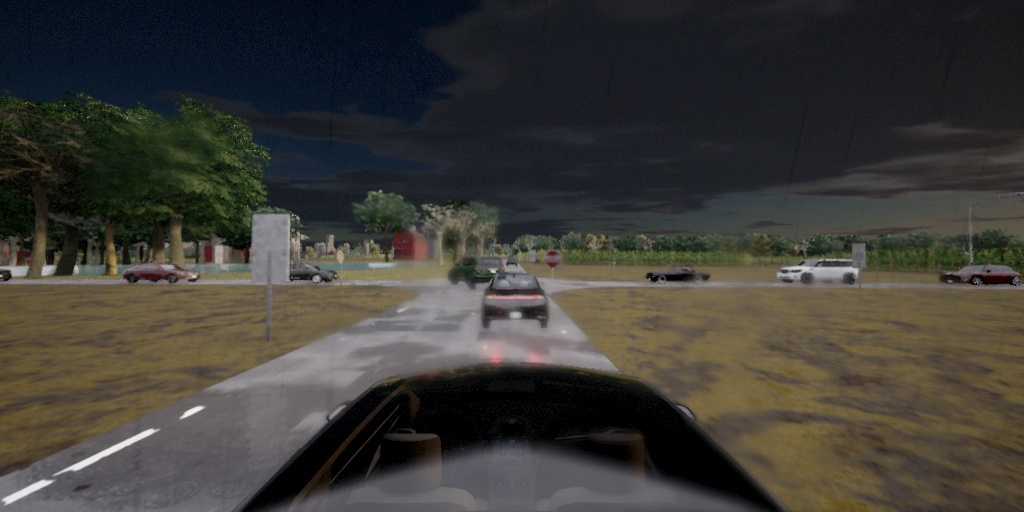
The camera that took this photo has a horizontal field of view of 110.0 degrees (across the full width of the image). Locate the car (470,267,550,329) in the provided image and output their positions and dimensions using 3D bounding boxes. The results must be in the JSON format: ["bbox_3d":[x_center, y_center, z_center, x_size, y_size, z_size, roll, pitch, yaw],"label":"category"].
[{"bbox_3d":[0.066,1.272,11.350,2.128,1.511,4.902,0,0,-1],"label":"car"}]

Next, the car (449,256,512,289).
[{"bbox_3d":[-2.411,1.014,23.894,2.150,2.045,5.566,0,0,-28],"label":"car"}]

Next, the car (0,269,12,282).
[{"bbox_3d":[-39.774,1.160,26.151,5.008,1.535,1.882,0,-1,0],"label":"car"}]

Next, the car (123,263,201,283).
[{"bbox_3d":[-25.492,1.225,26.134,4.674,1.442,1.812,0,-1,0],"label":"car"}]

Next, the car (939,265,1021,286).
[{"bbox_3d":[37.824,1.504,29.067,4.553,1.767,2.097,1,-1,1],"label":"car"}]

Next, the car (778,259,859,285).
[{"bbox_3d":[24.833,1.258,29.092,5.566,2.045,2.150,1,-1,0],"label":"car"}]

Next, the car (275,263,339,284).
[{"bbox_3d":[-15.279,1.239,26.191,4.892,1.490,1.837,0,-1,-2],"label":"car"}]

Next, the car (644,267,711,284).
[{"bbox_3d":[13.308,1.547,29.050,4.718,1.301,1.895,0,-1,-1],"label":"car"}]
